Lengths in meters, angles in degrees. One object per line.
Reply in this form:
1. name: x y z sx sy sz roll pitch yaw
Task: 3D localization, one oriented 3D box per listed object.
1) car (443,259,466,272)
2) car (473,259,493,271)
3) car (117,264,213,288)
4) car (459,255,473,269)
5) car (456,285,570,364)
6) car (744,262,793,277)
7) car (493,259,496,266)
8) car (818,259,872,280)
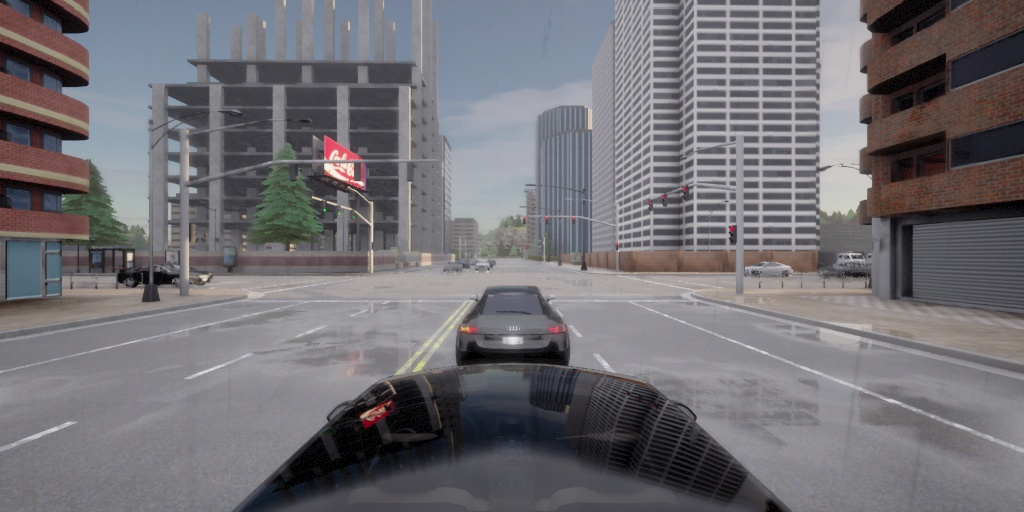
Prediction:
1. car: -7.524 1.351 45.839 1.895 1.301 4.718 0 0 0
2. car: -4.035 1.276 49.991 1.812 1.442 4.674 0 0 -1
3. car: -22.011 1.241 22.805 4.902 1.511 2.128 0 0 -1
4. car: -7.589 1.102 54.946 2.097 1.767 4.553 0 0 0
5. car: 0.011 1.314 7.709 1.994 1.385 4.181 0 0 0
6. car: 24.086 1.275 34.172 4.674 1.442 1.812 0 0 -1
7. car: -4.127 1.351 60.311 1.895 1.301 4.718 0 0 -1
8. car: 29.060 1.241 30.755 4.902 1.511 2.128 0 0 -1
